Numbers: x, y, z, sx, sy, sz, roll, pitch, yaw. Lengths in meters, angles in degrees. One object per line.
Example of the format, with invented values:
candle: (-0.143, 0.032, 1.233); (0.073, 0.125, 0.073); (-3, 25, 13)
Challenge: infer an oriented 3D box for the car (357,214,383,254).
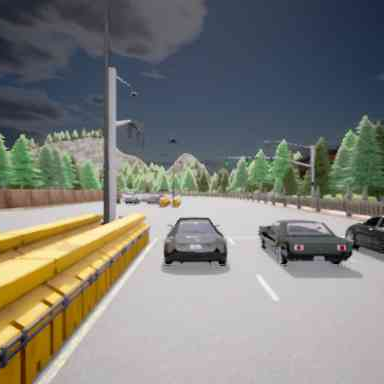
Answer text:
car: (7.103, 1.504, 11.530); (1.837, 1.490, 4.892); (0, 0, 1)

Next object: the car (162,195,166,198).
car: (-6.828, 1.479, 73.743); (1.837, 1.490, 4.892); (0, 0, 0)

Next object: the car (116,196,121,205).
car: (-13.903, 1.473, 58.950); (2.128, 1.511, 4.902); (0, 0, 1)

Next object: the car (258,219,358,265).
car: (3.608, 1.598, 11.606); (1.895, 1.301, 4.718); (0, 0, 0)

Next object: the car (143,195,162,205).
car: (-6.910, 1.487, 58.478); (1.837, 1.490, 4.892); (0, 0, 1)

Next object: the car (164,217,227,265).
car: (0.065, 1.561, 11.647); (1.994, 1.385, 4.181); (0, 0, -1)

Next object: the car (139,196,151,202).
car: (-10.328, 1.574, 73.814); (1.895, 1.301, 4.718); (0, 0, 0)

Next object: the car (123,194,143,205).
car: (-10.403, 1.530, 58.234); (2.033, 1.411, 5.357); (0, 0, 1)
